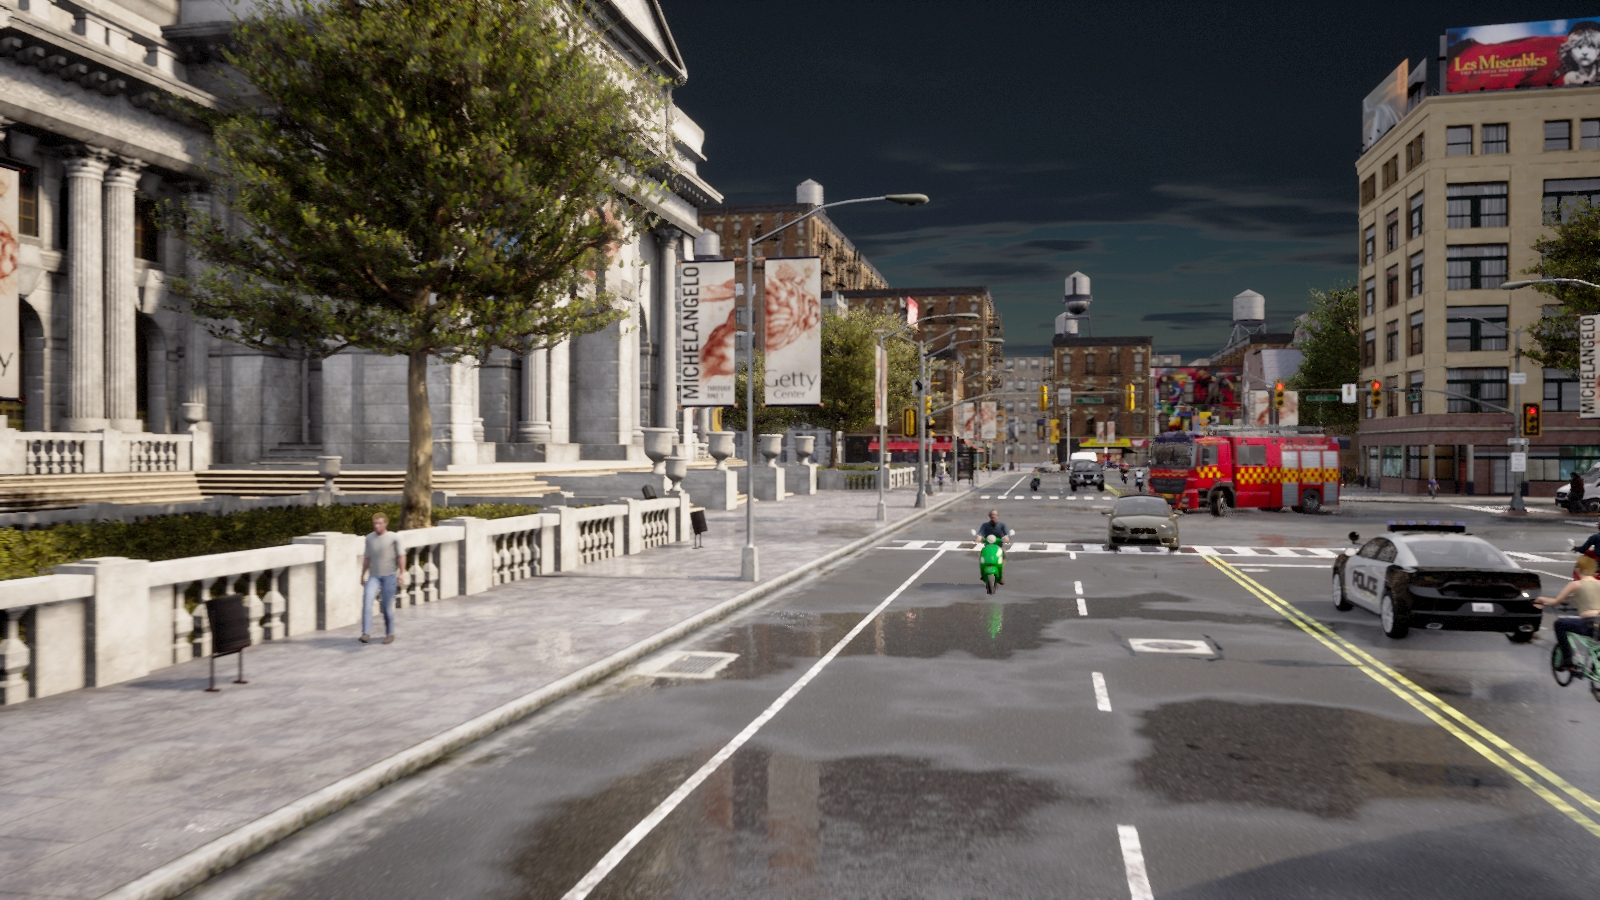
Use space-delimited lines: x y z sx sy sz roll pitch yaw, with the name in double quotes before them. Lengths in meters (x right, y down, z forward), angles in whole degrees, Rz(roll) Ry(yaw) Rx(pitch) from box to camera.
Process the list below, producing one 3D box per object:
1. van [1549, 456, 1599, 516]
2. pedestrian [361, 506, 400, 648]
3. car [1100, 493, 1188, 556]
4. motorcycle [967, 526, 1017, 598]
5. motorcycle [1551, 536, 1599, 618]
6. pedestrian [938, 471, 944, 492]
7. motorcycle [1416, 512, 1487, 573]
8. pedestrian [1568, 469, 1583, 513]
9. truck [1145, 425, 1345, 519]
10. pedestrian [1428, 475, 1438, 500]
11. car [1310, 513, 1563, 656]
"van" 36.392 1.541 49.821 5.915 2.561 1.988 0 0 12
"pedestrian" -5.647 1.697 15.372 0.375 1.860 0.375 0 0 2
"car" 9.779 2.063 32.719 2.231 1.480 4.892 0 0 15
"motorcycle" 3.823 2.183 22.670 0.856 1.236 1.805 0 0 13
"motorcycle" 13.901 2.185 19.846 0.856 1.236 1.805 0 0 12
"pedestrian" 8.942 1.979 72.439 0.375 1.300 0.375 0 0 -1
"motorcycle" 15.507 2.173 27.257 0.764 1.277 2.356 0 0 11
"pedestrian" 32.480 1.711 47.852 0.375 1.860 0.375 0 0 -17
"truck" 19.318 0.895 49.496 8.468 3.827 2.891 0 0 -23
"pedestrian" 33.557 1.984 60.561 0.375 1.300 0.375 0 0 12
"car" 9.891 1.985 18.313 2.097 1.638 5.238 0 0 12
